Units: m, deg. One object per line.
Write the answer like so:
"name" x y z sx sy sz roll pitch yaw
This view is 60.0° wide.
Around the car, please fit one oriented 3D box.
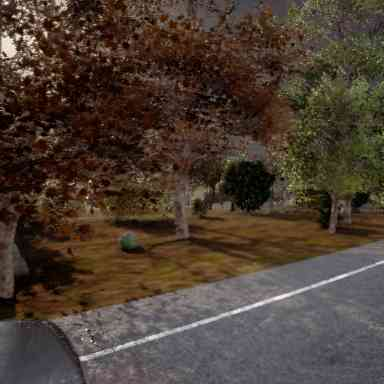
"car" -3.165 1.559 1.496 5.357 1.411 2.033 0 0 -35
